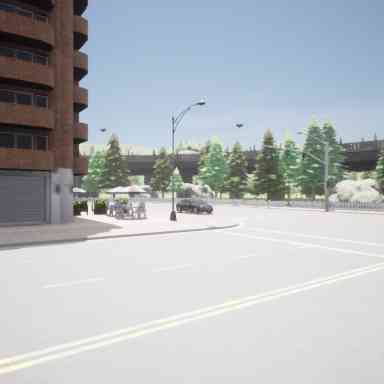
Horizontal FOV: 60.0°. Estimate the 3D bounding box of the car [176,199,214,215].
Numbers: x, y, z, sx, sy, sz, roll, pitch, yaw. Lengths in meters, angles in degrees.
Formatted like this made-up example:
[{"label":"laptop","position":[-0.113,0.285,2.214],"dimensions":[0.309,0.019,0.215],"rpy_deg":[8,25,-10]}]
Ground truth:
[{"label":"car","position":[0.215,1.449,33.960],"dimensions":[1.837,1.490,4.892],"rpy_deg":[0,0,-36]}]
